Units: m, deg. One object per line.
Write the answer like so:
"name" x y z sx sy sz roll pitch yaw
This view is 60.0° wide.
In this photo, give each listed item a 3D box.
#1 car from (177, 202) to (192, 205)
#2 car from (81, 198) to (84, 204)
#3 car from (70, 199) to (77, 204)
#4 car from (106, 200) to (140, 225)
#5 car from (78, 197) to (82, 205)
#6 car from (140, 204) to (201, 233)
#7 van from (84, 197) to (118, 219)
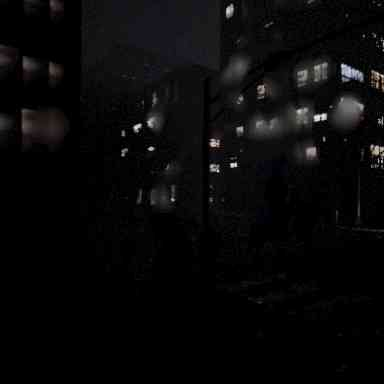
"car" -1.068 1.677 34.392 1.752 1.417 4.829 1 -1 -36
"car" -10.345 1.604 37.413 2.033 1.411 5.357 1 -1 -36
"car" -19.223 1.206 49.991 1.994 1.385 4.181 1 -1 -36
"car" -4.387 1.565 24.632 1.752 1.417 4.829 1 -1 -36
"car" -20.846 1.636 62.025 1.752 1.417 4.829 1 -1 -36
"car" -1.191 1.632 20.165 1.802 1.307 4.206 1 -1 -36
"van" -7.780 1.371 29.378 1.690 1.788 3.998 1 -1 -36
